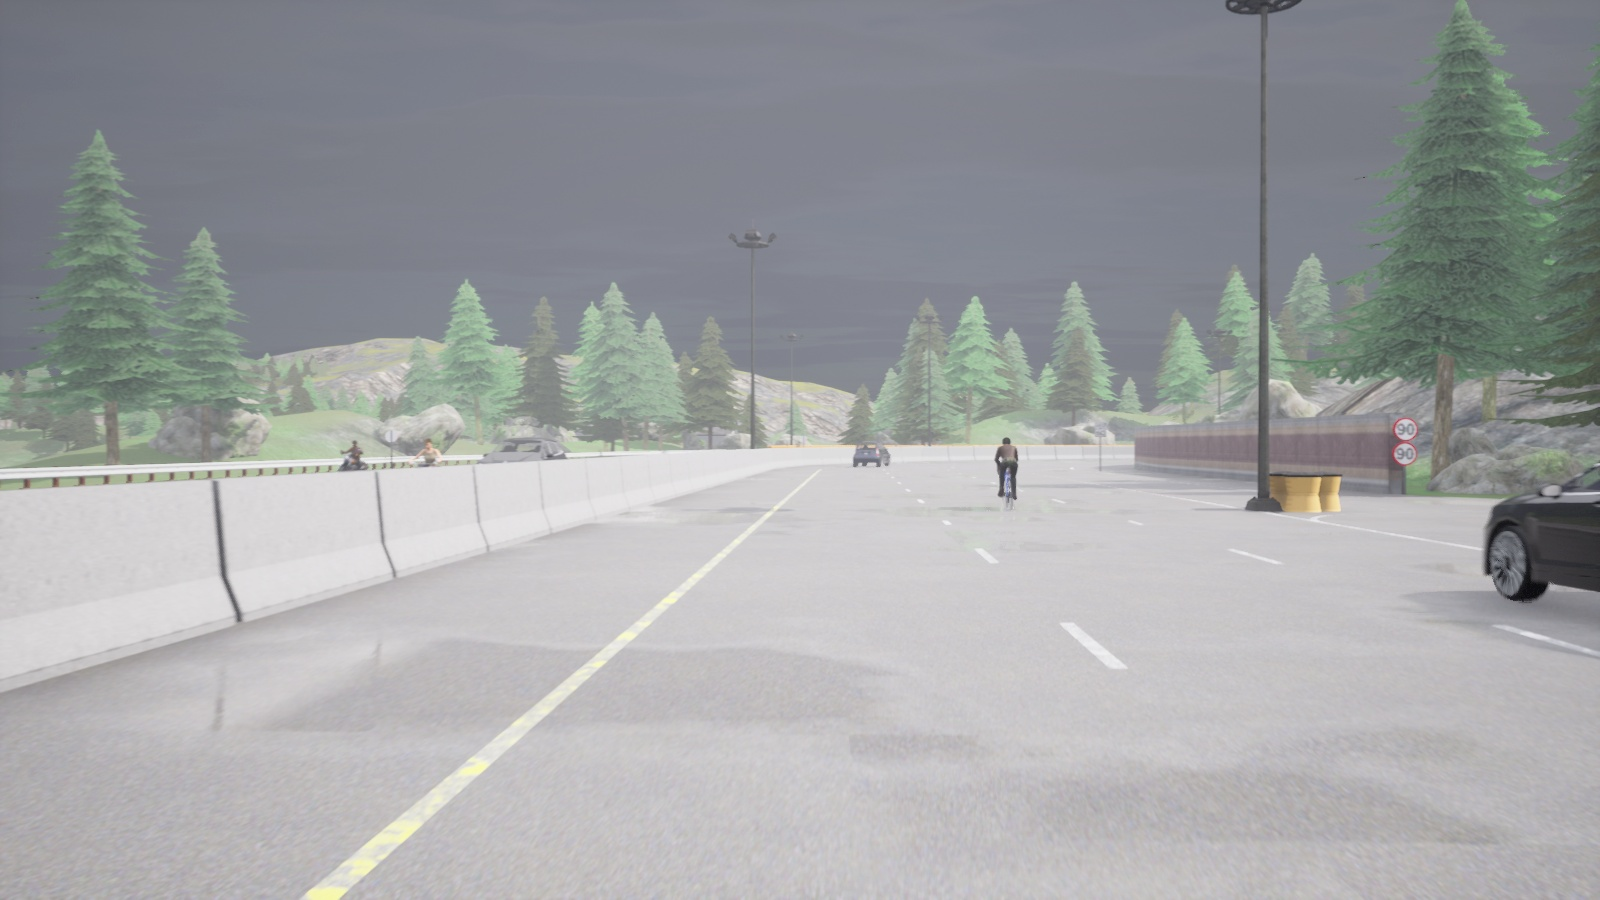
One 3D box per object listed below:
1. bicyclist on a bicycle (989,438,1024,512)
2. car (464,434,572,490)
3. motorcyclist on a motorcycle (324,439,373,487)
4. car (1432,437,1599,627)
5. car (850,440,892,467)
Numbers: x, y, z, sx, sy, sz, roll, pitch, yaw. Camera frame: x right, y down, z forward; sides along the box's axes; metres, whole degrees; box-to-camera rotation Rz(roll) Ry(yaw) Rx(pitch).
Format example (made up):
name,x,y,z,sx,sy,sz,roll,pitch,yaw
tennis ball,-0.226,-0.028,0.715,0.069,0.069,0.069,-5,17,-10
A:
name,x,y,z,sx,sy,sz,roll,pitch,yaw
bicyclist on a bicycle,4.659,0.545,28.410,0.582,1.620,1.656,0,0,2
car,-8.895,0.355,39.987,2.242,1.667,4.611,0,0,2
motorcyclist on a motorcycle,-15.748,0.430,43.867,0.766,1.649,2.350,0,0,2
car,7.442,0.653,10.387,2.128,1.511,4.902,0,0,2
car,4.466,0.207,78.583,1.851,1.617,3.988,0,0,15
